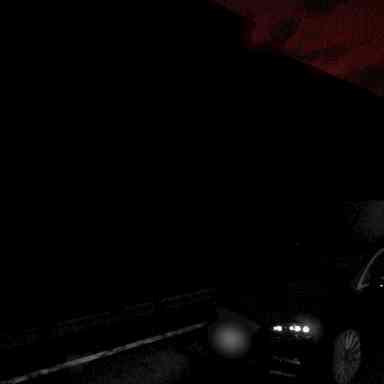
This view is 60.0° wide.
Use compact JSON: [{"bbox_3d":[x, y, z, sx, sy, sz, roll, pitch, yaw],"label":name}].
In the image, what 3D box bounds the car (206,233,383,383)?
[{"bbox_3d":[2.447,1.490,5.410,4.902,1.511,2.128,0,0,-36],"label":"car"}]
